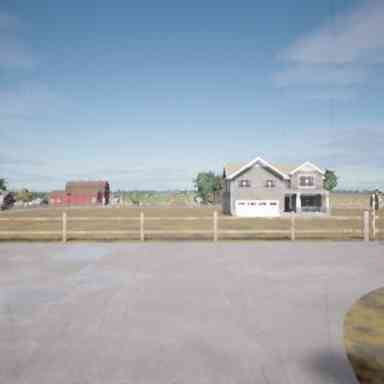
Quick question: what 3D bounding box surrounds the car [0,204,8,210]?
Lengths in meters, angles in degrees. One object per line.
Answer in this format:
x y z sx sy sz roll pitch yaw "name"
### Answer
-36.342 2.856 62.629 1.882 1.535 5.008 0 -1 0 "car"
